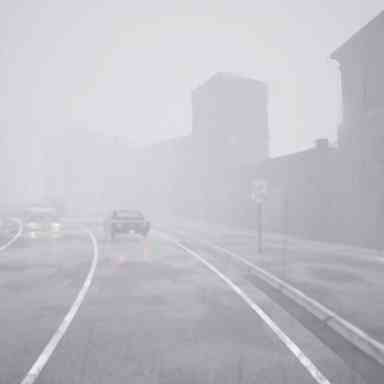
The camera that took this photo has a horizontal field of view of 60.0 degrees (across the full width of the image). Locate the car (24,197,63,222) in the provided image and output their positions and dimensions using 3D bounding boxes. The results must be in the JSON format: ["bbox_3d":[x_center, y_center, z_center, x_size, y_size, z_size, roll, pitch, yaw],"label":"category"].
[{"bbox_3d":[-11.568,1.411,25.352,1.812,1.442,4.674,3,-1,-34],"label":"car"}]

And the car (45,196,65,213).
[{"bbox_3d":[-15.509,1.257,35.960,2.097,1.767,4.553,4,-2,-44],"label":"car"}]

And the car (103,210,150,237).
[{"bbox_3d":[-3.726,1.642,18.240,1.895,1.301,4.718,1,-1,-21],"label":"car"}]
